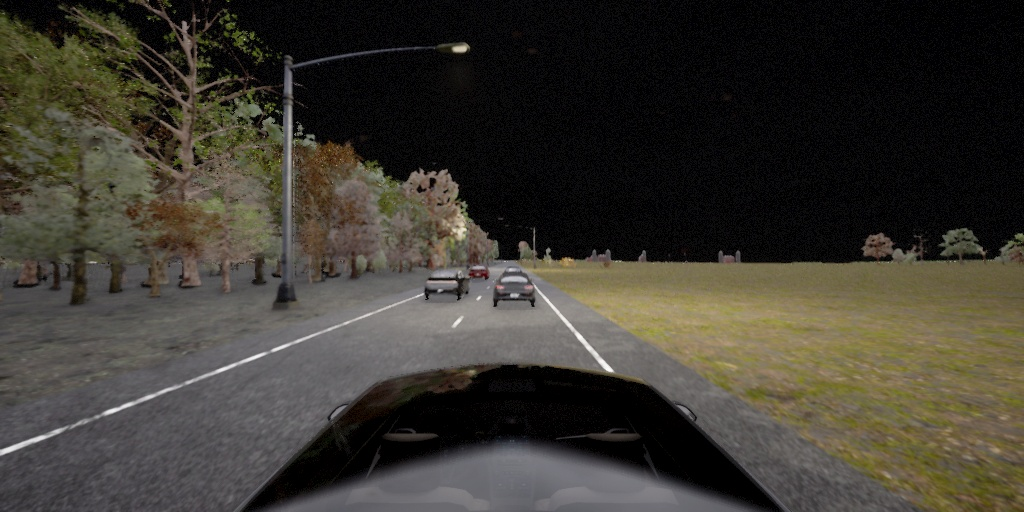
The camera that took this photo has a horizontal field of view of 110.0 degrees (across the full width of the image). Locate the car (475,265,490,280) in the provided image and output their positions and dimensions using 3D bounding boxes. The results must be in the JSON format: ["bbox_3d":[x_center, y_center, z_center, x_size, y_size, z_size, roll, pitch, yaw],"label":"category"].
[{"bbox_3d":[-3.396,1.709,38.155,1.882,1.535,5.008,0,-1,0],"label":"car"}]

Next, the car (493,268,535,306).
[{"bbox_3d":[0.094,1.475,16.889,1.812,1.442,4.674,0,-1,0],"label":"car"}]

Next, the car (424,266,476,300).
[{"bbox_3d":[-3.401,1.475,19.430,2.128,1.511,4.902,0,-1,0],"label":"car"}]
